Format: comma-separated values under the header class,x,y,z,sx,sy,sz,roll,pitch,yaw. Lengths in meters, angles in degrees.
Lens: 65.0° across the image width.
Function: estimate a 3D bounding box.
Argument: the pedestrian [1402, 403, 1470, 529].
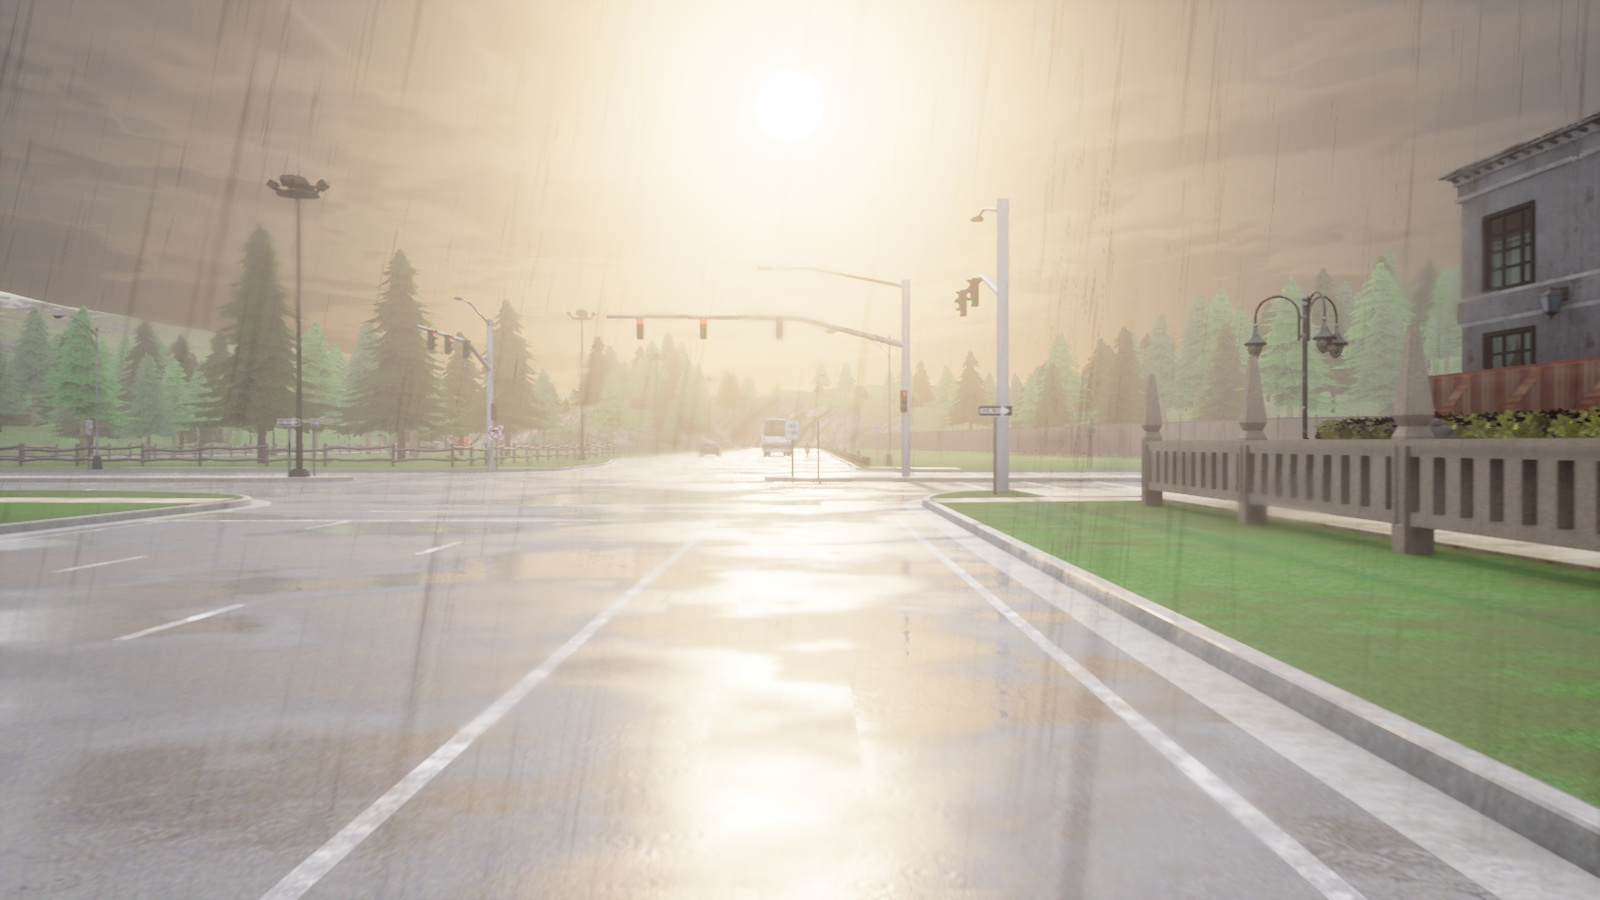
class,x,y,z,sx,sy,sz,roll,pitch,yaw
pedestrian,10.092,0.251,19.951,0.659,1.952,0.873,0,0,3
